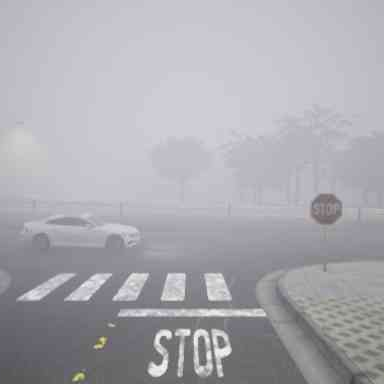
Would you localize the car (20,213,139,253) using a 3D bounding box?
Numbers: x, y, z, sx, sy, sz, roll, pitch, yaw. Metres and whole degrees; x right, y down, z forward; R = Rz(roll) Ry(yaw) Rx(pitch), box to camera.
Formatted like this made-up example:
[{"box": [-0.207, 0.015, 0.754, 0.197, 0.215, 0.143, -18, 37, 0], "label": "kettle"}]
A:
[{"box": [-4.529, 1.609, 13.660, 4.674, 1.442, 1.812, 1, 0, -1], "label": "car"}]
